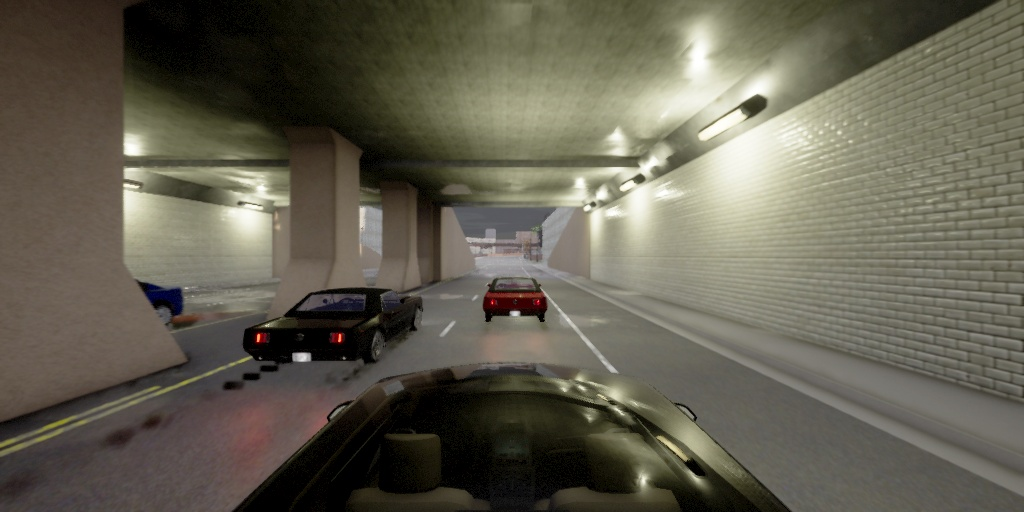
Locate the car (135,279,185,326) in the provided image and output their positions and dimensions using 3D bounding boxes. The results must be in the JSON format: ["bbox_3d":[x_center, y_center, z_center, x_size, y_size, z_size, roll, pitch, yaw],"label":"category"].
[{"bbox_3d":[-10.602,1.229,8.453,1.882,1.535,5.008,0,0,0],"label":"car"}]

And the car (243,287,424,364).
[{"bbox_3d":[-3.401,1.352,8.033,1.895,1.301,4.718,0,0,0],"label":"car"}]

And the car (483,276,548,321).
[{"bbox_3d":[0.088,1.353,12.433,1.895,1.301,4.718,0,0,0],"label":"car"}]
